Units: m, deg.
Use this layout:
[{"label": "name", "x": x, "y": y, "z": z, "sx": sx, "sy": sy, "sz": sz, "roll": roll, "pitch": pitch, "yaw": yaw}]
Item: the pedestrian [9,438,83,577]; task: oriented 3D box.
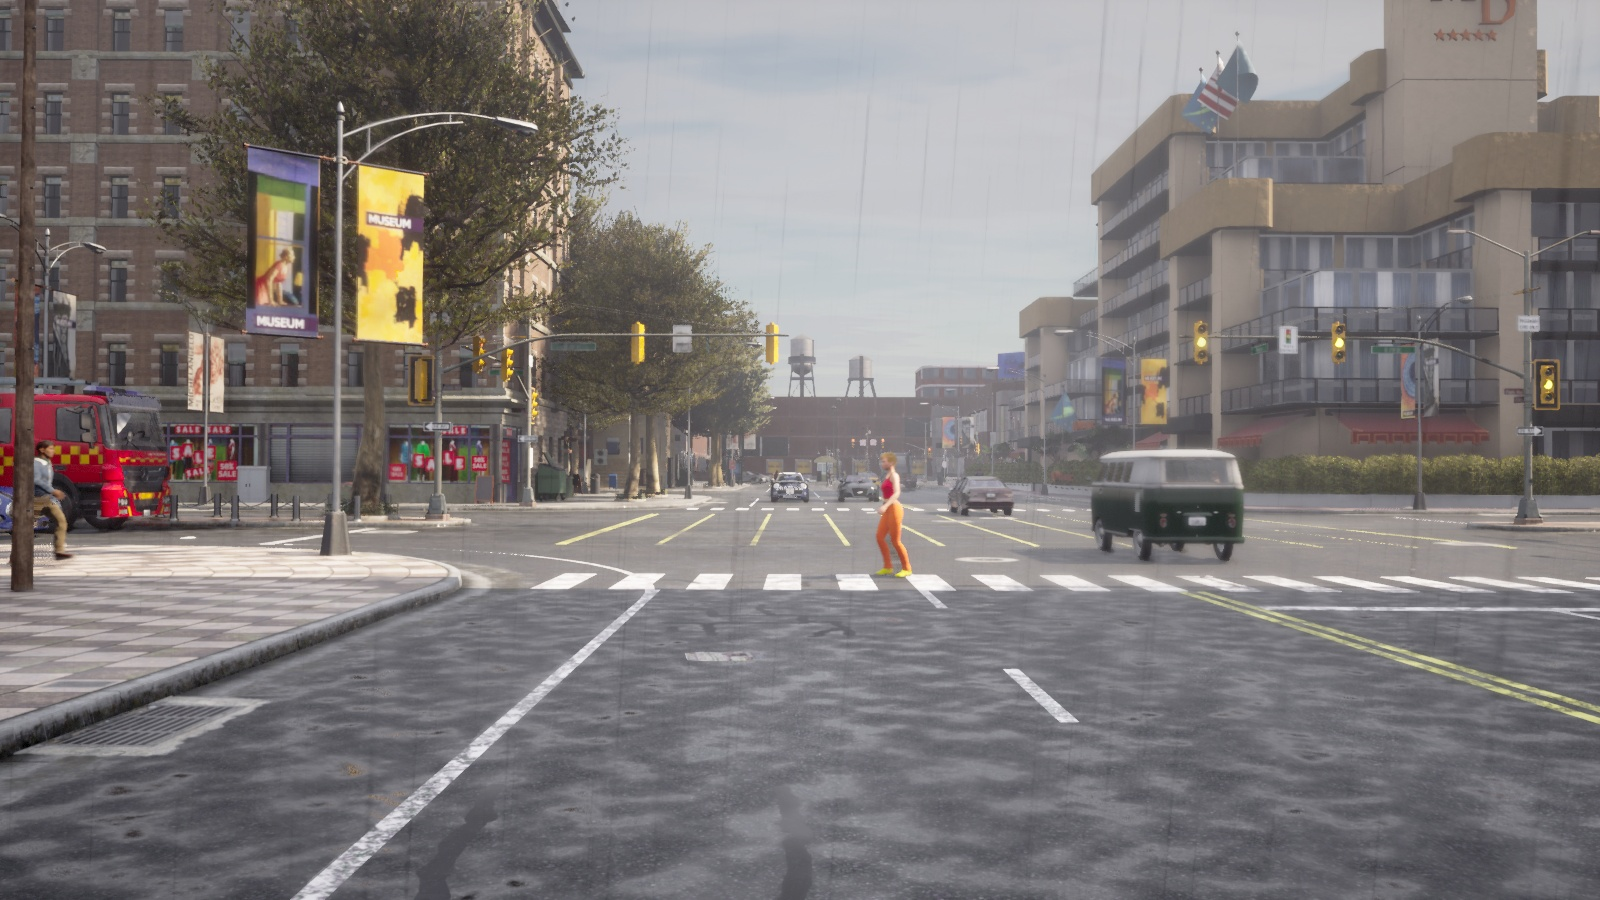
[{"label": "pedestrian", "x": -10.688, "y": 0.813, "z": 17.815, "sx": 0.788, "sy": 1.949, "sz": 0.423, "roll": 0, "pitch": -1, "yaw": 0}]

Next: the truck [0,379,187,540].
[{"label": "truck", "x": -20.230, "y": 0.255, "z": 31.284, "sx": 8.468, "sy": 3.827, "sz": 2.891, "roll": 0, "pitch": -1, "yaw": 0}]

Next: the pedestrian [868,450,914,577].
[{"label": "pedestrian", "x": 1.336, "y": 0.919, "z": 18.395, "sx": 0.594, "sy": 1.836, "sz": 0.345, "roll": 0, "pitch": -1, "yaw": -12}]

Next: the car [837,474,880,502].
[{"label": "car", "x": 2.995, "y": 1.956, "z": 65.030, "sx": 1.994, "sy": 1.385, "sz": 4.181, "roll": 0, "pitch": -1, "yaw": -1}]

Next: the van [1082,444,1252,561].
[{"label": "van", "x": 6.774, "y": 0.937, "z": 23.700, "sx": 1.775, "sy": 1.987, "sz": 4.442, "roll": 0, "pitch": -1, "yaw": -2}]

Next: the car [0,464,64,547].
[{"label": "car", "x": -19.190, "y": 1.215, "z": 27.790, "sx": 4.553, "sy": 1.767, "sz": 2.097, "roll": 0, "pitch": -1, "yaw": 1}]

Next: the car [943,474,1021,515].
[{"label": "car", "x": 6.645, "y": 1.613, "z": 46.387, "sx": 2.033, "sy": 1.411, "sz": 5.357, "roll": 0, "pitch": -1, "yaw": 0}]

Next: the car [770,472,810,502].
[{"label": "car", "x": -0.490, "y": 1.848, "z": 63.661, "sx": 1.970, "sy": 1.475, "sz": 3.806, "roll": 0, "pitch": -1, "yaw": 0}]
